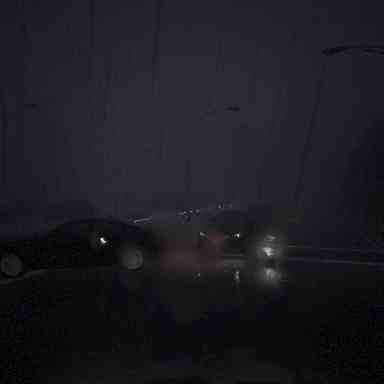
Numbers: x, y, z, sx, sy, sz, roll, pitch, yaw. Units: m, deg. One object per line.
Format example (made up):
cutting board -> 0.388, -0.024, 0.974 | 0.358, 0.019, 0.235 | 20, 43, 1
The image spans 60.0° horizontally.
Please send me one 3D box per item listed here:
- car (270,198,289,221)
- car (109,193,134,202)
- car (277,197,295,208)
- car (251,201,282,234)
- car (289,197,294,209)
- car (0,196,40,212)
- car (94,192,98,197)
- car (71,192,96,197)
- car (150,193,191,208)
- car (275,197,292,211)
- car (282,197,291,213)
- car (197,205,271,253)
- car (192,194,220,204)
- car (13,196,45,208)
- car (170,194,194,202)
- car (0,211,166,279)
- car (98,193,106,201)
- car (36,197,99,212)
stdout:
car -> 5.870, 1.474, 24.951 | 2.128, 1.511, 4.902 | 0, 0, 19
car -> -13.809, 1.045, 65.312 | 4.605, 1.855, 1.932 | 0, 0, 18
car -> 13.539, 1.468, 47.686 | 2.128, 1.511, 4.902 | 0, 0, 19
car -> 3.960, 1.490, 19.305 | 1.837, 1.490, 4.892 | 0, 0, 19
car -> 9.786, 1.543, 36.553 | 1.994, 1.385, 4.181 | 0, 0, 19
car -> -15.115, 1.356, 29.404 | 3.806, 1.475, 1.970 | 0, 0, 18
car -> -21.856, 1.298, 67.986 | 3.806, 1.475, 1.970 | 0, 0, 18
car -> -18.464, 1.249, 53.736 | 4.514, 1.523, 2.007 | 0, 0, 18
car -> -2.967, 1.074, 41.774 | 4.605, 1.855, 1.932 | 0, 0, 18
car -> 11.658, 1.483, 42.110 | 1.837, 1.490, 4.892 | 0, 0, 19
car -> 7.747, 1.486, 30.515 | 1.837, 1.490, 4.892 | 0, 0, 19
car -> 1.813, 1.514, 13.896 | 1.812, 1.442, 4.674 | 0, 0, 24
car -> 1.660, 1.125, 56.782 | 5.027, 1.636, 2.152 | 0, 0, 18
car -> -21.698, 1.273, 44.281 | 3.633, 1.501, 1.845 | 0, 0, 18
car -> -2.104, 1.257, 68.690 | 4.514, 1.523, 2.007 | 0, 0, 18
car -> -3.285, 1.475, 9.871 | 5.008, 1.535, 1.882 | 0, 0, -15
car -> -20.214, 1.014, 70.941 | 3.866, 1.878, 1.905 | 0, 0, 18
car -> -9.036, 1.356, 24.209 | 3.633, 1.501, 1.845 | 0, 0, 18
